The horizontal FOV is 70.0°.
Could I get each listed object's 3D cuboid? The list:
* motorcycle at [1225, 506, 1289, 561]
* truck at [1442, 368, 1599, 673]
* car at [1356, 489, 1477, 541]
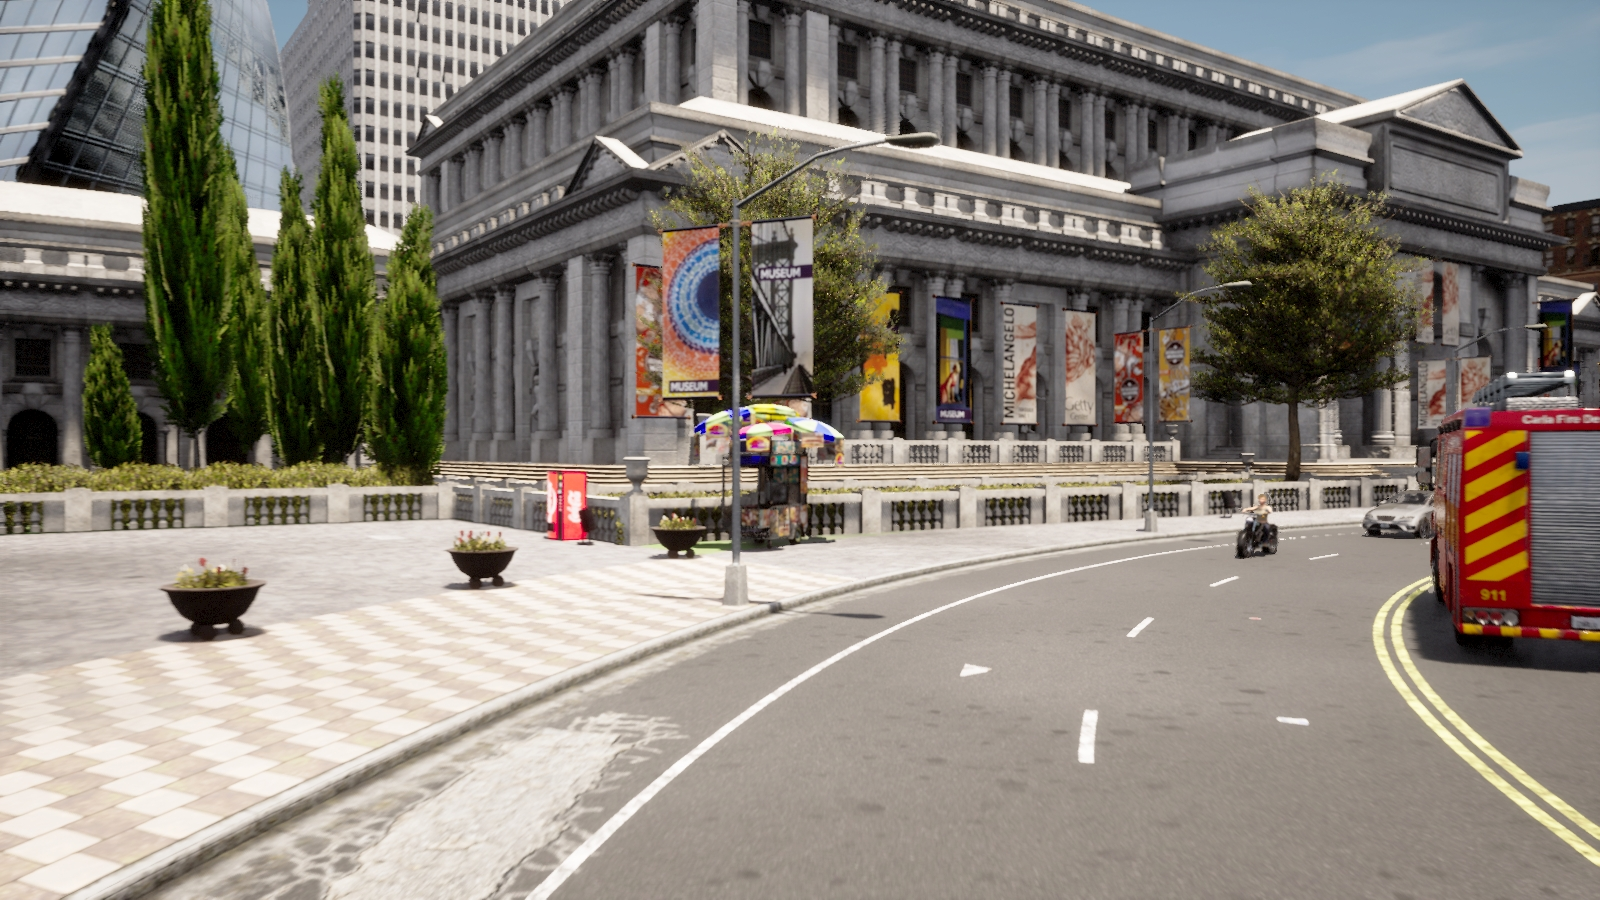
[{"bbox_3d":[12.066,2.172,30.134,0.764,1.277,2.356,0,0,43],"label":"motorcycle"},{"bbox_3d":[12.029,0.892,18.071,2.891,3.827,8.468,0,0,27],"label":"truck"},{"bbox_3d":[20.168,2.069,37.330,4.193,1.474,1.816,0,0,-36],"label":"car"}]
